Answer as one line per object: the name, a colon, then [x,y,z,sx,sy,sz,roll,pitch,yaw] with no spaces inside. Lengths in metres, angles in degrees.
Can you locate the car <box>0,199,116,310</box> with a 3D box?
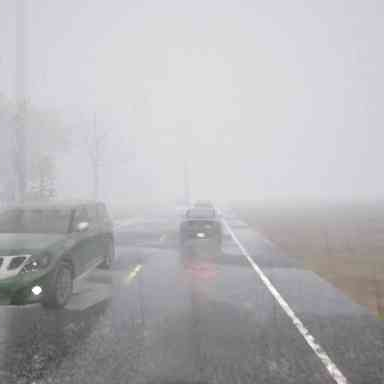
car: [-3.478,1.229,8.177,2.150,2.045,5.566,0,0,1]

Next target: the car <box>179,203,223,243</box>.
car: [0.441,1.502,15.984,1.837,1.490,4.892,0,0,2]

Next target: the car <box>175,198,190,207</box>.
car: [-1.404,1.550,50.864,1.994,1.385,4.181,0,0,4]

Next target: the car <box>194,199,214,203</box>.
car: [1.223,1.467,34.202,1.882,1.535,5.008,0,0,3]
